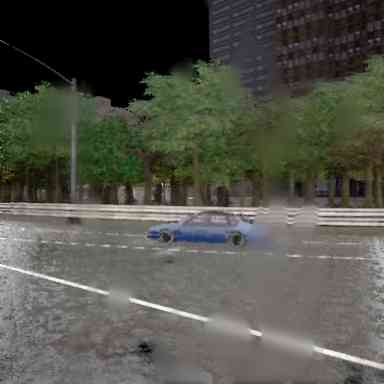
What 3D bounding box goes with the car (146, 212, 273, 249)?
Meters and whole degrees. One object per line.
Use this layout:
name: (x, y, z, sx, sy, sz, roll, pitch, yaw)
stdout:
car: (0.766, 1.576, 14.472, 5.357, 1.411, 2.033, 0, 0, 16)
